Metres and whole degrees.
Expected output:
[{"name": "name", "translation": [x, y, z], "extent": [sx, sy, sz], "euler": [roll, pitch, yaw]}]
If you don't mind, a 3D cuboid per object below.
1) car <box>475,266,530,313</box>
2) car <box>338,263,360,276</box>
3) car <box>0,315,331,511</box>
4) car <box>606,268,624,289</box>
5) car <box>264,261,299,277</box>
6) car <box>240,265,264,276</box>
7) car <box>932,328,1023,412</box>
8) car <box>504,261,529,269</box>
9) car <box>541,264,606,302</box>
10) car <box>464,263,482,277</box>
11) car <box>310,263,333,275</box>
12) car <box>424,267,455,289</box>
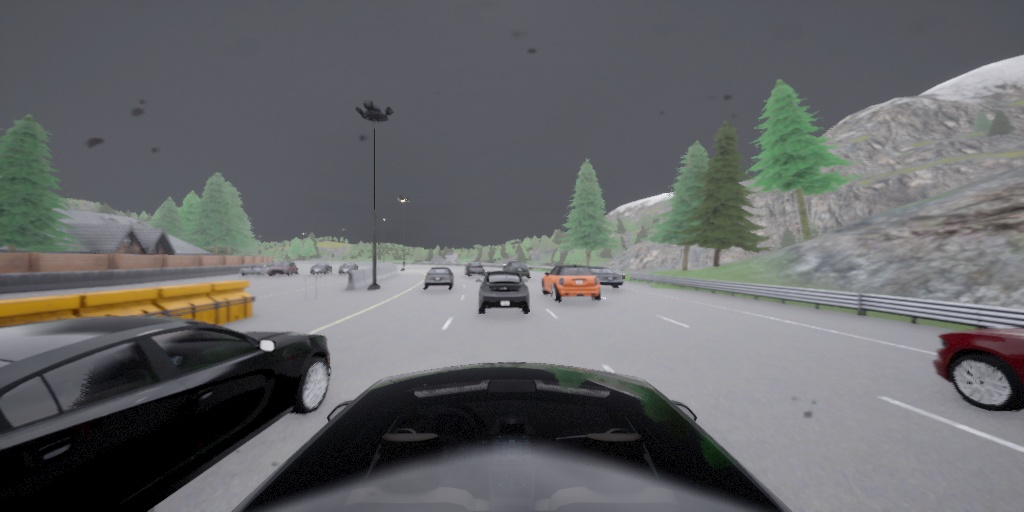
[{"name": "car", "translation": [-0.400, 1.340, 14.441], "extent": [1.837, 1.490, 4.892], "euler": [0, 0, -4]}, {"name": "car", "translation": [-19.853, 1.570, 43.824], "extent": [2.128, 1.511, 4.902], "euler": [0, 0, -15]}, {"name": "car", "translation": [-3.458, 1.246, 3.043], "extent": [1.882, 1.535, 5.008], "euler": [0, 0, 0]}, {"name": "car", "translation": [5.683, 1.428, 24.350], "extent": [2.033, 1.411, 5.357], "euler": [0, 0, -7]}, {"name": "car", "translation": [-26.563, 1.438, 41.810], "extent": [2.097, 1.767, 4.553], "euler": [0, -1, -15]}, {"name": "car", "translation": [-30.412, 1.702, 42.696], "extent": [1.895, 1.301, 4.718], "euler": [0, 0, -16]}, {"name": "car", "translation": [7.040, 1.216, 3.069], "extent": [1.882, 1.535, 5.008], "euler": [0, 0, 0]}, {"name": "car", "translation": [0.296, 1.319, 35.394], "extent": [2.097, 1.767, 4.553], "euler": [0, 0, -11]}, {"name": "car", "translation": [2.797, 1.199, 18.015], "extent": [2.097, 1.767, 4.553], "euler": [0, 0, -5]}, {"name": "car", "translation": [-4.286, 1.505, 40.490], "extent": [2.128, 1.511, 4.902], "euler": [0, 0, -13]}, {"name": "car", "translation": [-23.763, 1.588, 44.819], "extent": [2.128, 1.511, 4.902], "euler": [0, 0, -16]}, {"name": "car", "translation": [-4.916, 1.459, 24.496], "extent": [2.033, 1.411, 5.357], "euler": [0, 0, -8]}]
